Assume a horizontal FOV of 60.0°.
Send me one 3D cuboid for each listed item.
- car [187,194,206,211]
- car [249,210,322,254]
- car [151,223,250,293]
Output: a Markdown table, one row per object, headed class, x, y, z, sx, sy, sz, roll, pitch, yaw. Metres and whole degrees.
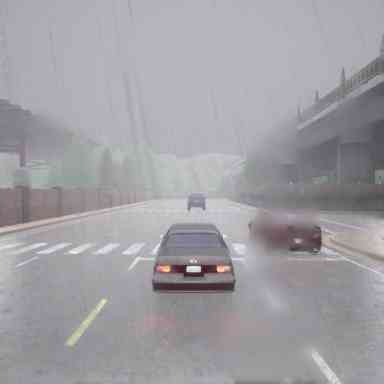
| class | x | y | z | sx | sy | sz | roll | pitch | yaw |
| --- | --- | --- | --- | --- | --- | --- | --- | --- | --- |
| car | 0.577 | 1.221 | 41.866 | 2.150 | 2.045 | 5.566 | 0 | 0 | 1 |
| car | 3.542 | 1.478 | 13.435 | 1.882 | 1.535 | 5.008 | 0 | 0 | 0 |
| car | 0.030 | 1.547 | 8.981 | 2.033 | 1.411 | 5.357 | 0 | 0 | 0 |
